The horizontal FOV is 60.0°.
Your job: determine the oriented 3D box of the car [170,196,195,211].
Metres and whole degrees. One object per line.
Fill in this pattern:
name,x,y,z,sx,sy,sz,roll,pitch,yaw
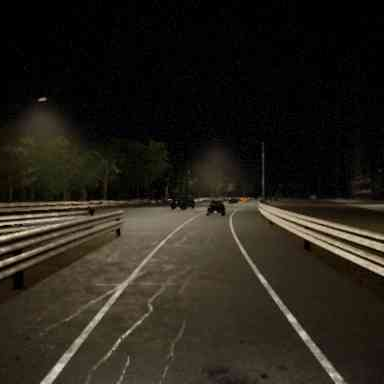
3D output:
car,-1.250,1.536,47.736,2.150,2.045,5.566,0,-1,19

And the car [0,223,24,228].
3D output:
car,-11.393,1.633,17.720,1.895,1.301,4.718,0,-1,19

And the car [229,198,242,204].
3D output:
car,10.291,2.259,81.812,1.812,1.442,4.674,0,-1,19

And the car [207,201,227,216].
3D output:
car,2.737,1.773,36.415,1.837,1.490,4.892,-1,0,9
